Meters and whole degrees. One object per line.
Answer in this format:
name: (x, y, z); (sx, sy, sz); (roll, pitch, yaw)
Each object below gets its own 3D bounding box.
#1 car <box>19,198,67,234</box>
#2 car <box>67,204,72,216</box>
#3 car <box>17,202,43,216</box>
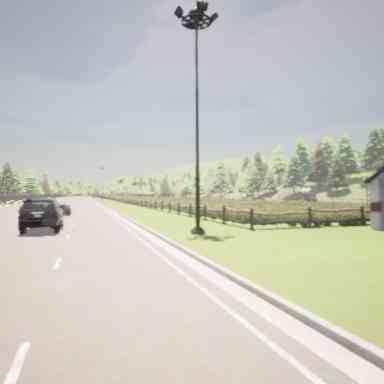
car: (-9.374, 1.414, 21.019); (2.150, 2.045, 5.566); (0, 0, -18)
car: (-14.500, 1.887, 36.977); (1.994, 1.385, 4.181); (0, 0, -18)
car: (-18.704, 1.906, 38.618); (2.033, 1.411, 5.357); (0, 0, -18)
